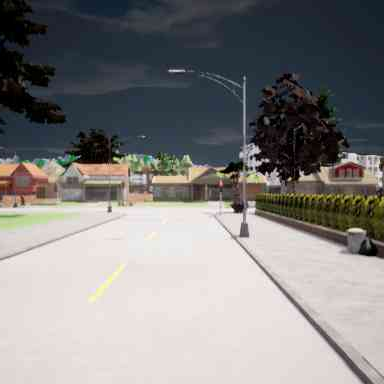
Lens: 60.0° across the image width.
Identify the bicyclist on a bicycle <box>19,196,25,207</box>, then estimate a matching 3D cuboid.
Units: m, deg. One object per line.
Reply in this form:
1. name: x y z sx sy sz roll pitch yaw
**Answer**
1. bicyclist on a bicycle: -24.168 1.324 47.390 0.582 1.620 1.656 0 0 0
